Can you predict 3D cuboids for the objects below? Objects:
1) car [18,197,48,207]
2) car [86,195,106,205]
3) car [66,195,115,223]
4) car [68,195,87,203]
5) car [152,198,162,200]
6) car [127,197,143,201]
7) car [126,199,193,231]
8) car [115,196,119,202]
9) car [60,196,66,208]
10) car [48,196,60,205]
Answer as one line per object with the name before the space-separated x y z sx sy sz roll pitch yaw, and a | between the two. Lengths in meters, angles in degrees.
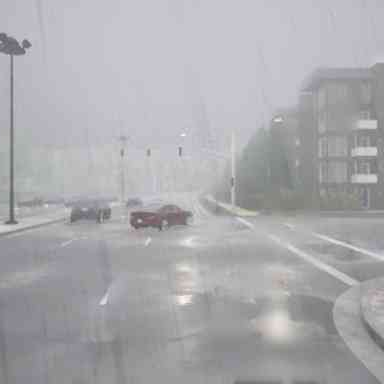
car | -23.333 1.397 48.238 1.882 1.535 5.008 0 0 0
car | -16.369 1.383 57.127 1.882 1.535 5.008 0 0 1
car | -7.569 1.310 25.302 2.097 1.767 4.553 0 0 -2
car | -23.323 1.427 67.800 2.033 1.411 5.357 0 0 0
car | -4.672 1.524 46.023 1.895 1.301 4.718 0 0 -1
car | -8.180 1.426 47.596 1.837 1.490 4.892 0 0 -1
car | -1.705 1.444 20.413 1.882 1.535 5.008 -1 0 27
car | -16.323 1.427 67.805 2.033 1.411 5.357 0 0 0
car | -16.341 1.274 47.085 2.097 1.767 4.553 0 0 0
car | -23.340 1.452 57.398 2.033 1.411 5.357 0 0 1
